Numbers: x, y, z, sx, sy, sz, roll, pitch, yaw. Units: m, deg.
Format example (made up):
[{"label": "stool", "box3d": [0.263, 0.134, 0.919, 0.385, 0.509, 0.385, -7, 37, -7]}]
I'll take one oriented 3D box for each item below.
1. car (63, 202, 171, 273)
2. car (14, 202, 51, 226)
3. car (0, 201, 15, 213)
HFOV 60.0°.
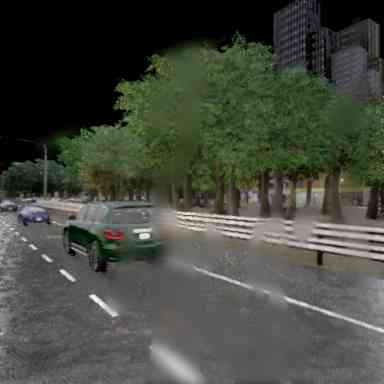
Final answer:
[{"label": "car", "box3d": [-2.803, 1.337, 11.477, 2.150, 2.045, 5.566, 1, -1, -34]}, {"label": "car", "box3d": [-12.057, 1.751, 25.357, 1.812, 1.442, 4.674, 1, -1, -34]}, {"label": "car", "box3d": [-23.052, 1.874, 41.864, 1.812, 1.442, 4.674, 1, -1, -34]}]
